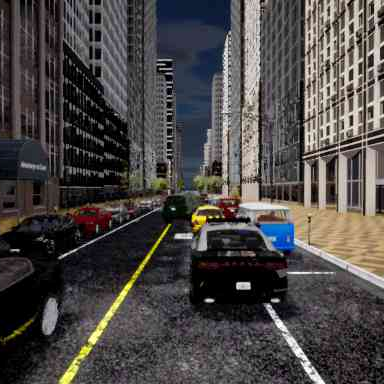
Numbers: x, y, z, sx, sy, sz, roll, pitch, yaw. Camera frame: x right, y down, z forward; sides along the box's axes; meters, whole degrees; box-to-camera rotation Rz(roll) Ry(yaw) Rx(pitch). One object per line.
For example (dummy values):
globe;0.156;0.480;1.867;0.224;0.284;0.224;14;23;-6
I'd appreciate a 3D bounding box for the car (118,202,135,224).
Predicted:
car;-5.725;1.547;24.262;2.008;1.369;4.403;-1;0;0

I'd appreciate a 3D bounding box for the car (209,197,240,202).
car;2.654;1.311;24.271;2.192;1.841;5.009;-1;0;0

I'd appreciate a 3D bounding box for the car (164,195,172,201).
car;-5.781;1.508;80.929;1.752;1.417;4.829;-1;0;0

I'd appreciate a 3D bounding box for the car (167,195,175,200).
car;-5.793;1.545;92.466;1.947;1.339;4.313;-1;0;0

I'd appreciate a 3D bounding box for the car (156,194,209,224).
car;-0.169;1.216;24.631;2.150;2.045;5.566;-1;0;24

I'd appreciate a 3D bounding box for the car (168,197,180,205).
car;-3.059;1.589;58.579;1.895;1.301;4.718;0;0;0

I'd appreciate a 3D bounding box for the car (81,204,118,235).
car;-5.718;1.542;18.579;1.887;1.381;4.507;-1;0;0

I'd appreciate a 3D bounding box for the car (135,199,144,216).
car;-5.729;1.577;29.946;1.802;1.307;4.206;-1;0;0

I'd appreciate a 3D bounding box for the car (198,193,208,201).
car;2.597;1.298;81.108;2.192;1.841;5.009;-1;0;0

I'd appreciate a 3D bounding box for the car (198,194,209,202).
car;2.602;1.300;75.424;2.192;1.841;5.009;-1;0;0

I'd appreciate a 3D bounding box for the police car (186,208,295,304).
police car;0.889;1.424;8.358;1.930;1.638;5.238;0;0;0

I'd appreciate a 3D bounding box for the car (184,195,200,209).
car;-0.028;1.344;46.158;2.097;1.767;4.553;0;0;0

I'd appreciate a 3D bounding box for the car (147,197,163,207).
car;-5.753;1.541;52.680;2.008;1.369;4.403;-1;0;0

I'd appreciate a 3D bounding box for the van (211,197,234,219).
van;2.649;1.336;29.954;1.690;1.788;3.998;-1;0;0

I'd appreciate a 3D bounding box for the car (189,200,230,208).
car;0.880;1.452;18.437;1.801;1.575;5.366;0;0;0

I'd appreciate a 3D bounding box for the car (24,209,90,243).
car;-5.712;1.564;12.895;1.947;1.339;4.313;-1;0;0

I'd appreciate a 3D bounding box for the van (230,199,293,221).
van;2.666;1.339;12.903;1.690;1.788;3.998;-1;0;0

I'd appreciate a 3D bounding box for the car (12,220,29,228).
car;-5.707;1.550;7.211;2.008;1.369;4.403;-1;0;0

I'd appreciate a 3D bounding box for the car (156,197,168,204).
car;-5.764;1.569;64.047;1.802;1.307;4.206;-1;0;0

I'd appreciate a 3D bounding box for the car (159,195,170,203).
car;-5.771;1.426;69.731;1.967;1.590;4.097;-1;0;0

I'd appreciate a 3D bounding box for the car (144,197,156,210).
car;-5.741;1.544;41.313;2.008;1.369;4.403;-1;0;0

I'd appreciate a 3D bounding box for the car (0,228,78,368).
car;-3.108;1.477;3.669;1.882;1.535;5.008;0;0;0

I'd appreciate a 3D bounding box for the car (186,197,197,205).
car;-0.062;1.553;59.258;1.994;1.385;4.181;0;0;0

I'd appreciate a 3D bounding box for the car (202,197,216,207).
car;2.628;1.541;52.688;2.008;1.369;4.403;-1;0;0
